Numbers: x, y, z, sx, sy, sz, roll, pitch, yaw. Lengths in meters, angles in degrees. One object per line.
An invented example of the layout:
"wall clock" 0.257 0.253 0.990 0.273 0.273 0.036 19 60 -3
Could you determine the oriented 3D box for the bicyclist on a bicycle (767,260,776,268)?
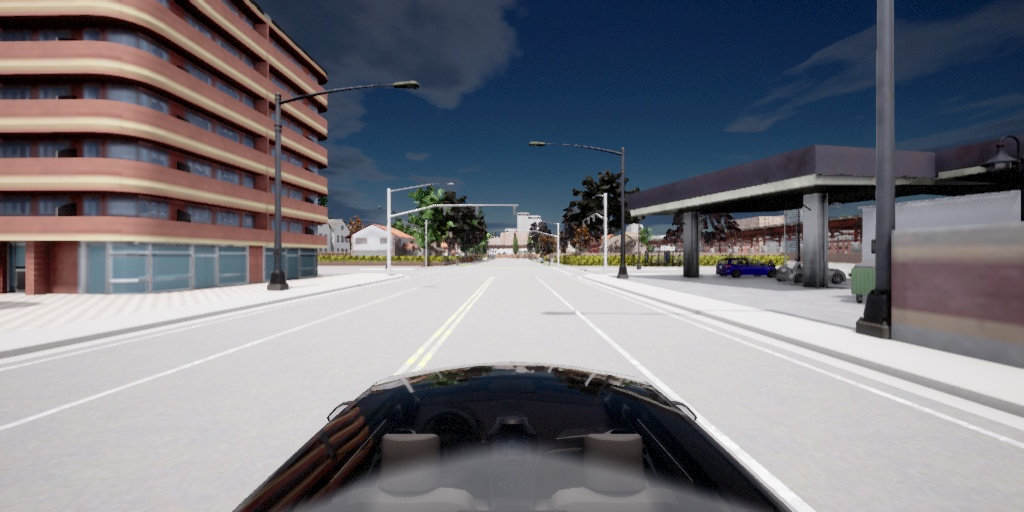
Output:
"bicyclist on a bicycle" 26.053 1.160 36.149 0.582 1.620 1.656 10 -5 0
